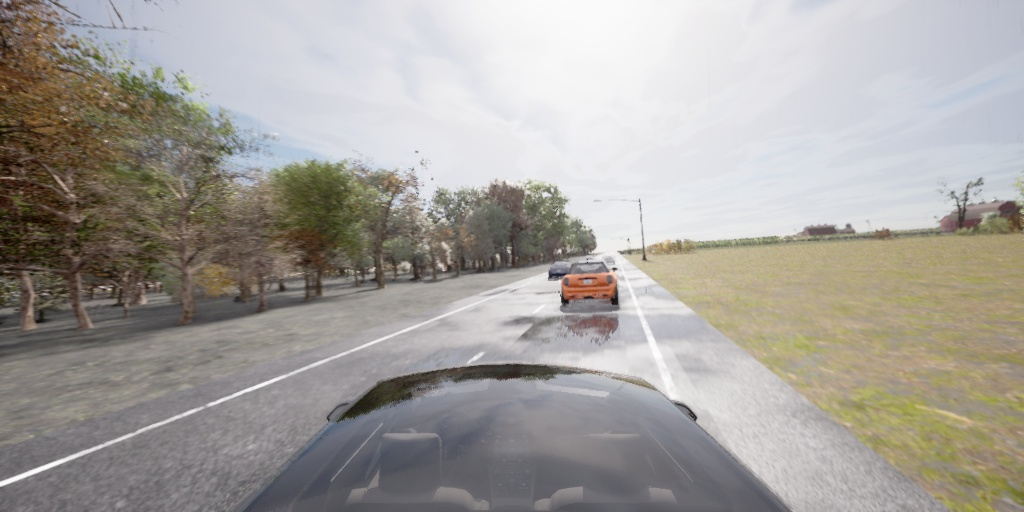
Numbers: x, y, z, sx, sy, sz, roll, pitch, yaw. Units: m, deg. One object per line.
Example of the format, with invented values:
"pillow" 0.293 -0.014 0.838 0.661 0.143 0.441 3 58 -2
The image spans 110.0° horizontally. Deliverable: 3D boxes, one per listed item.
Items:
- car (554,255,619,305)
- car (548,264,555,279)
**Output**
"car" 3.359 0.935 15.173 2.097 1.767 4.553 -4 0 16
"car" 4.400 1.173 31.391 1.994 1.385 4.181 -4 0 16
